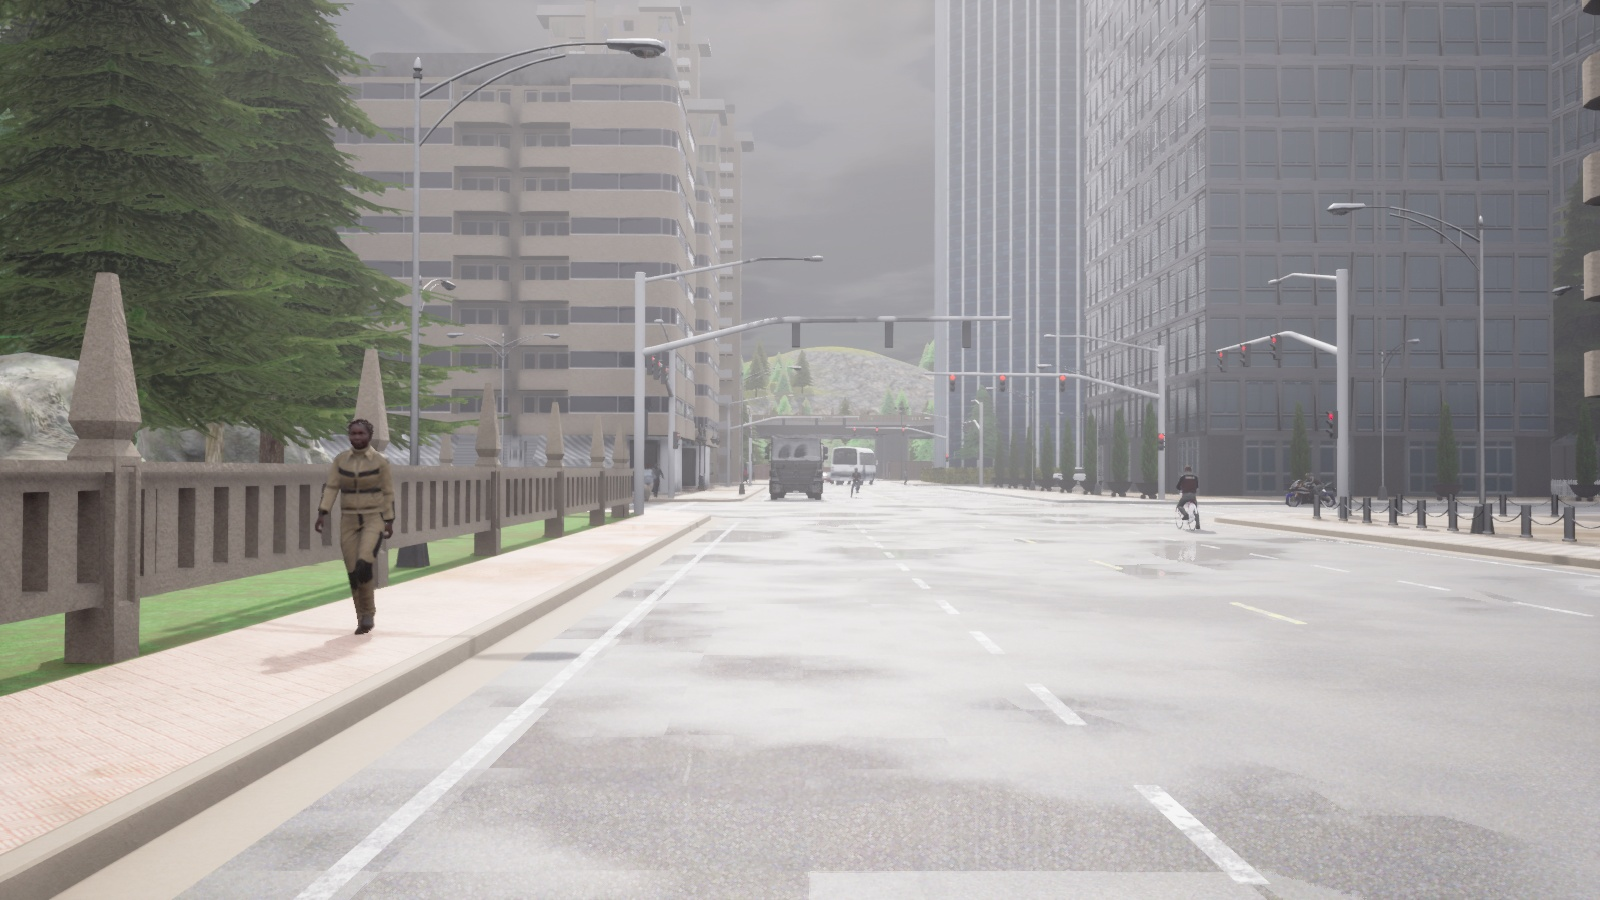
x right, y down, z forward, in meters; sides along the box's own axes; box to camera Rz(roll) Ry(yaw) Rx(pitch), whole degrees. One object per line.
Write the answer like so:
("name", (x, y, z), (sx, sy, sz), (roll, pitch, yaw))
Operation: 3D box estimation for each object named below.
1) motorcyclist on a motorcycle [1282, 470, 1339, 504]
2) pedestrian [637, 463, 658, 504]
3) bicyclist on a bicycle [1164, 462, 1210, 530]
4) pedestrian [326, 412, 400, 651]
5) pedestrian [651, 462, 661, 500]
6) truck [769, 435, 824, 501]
("motorcyclist on a motorcycle", (22.751, 1.641, 55.963), (2.191, 1.530, 0.866), (0, -1, 0))
("pedestrian", (-7.005, 1.549, 57.765), (0.874, 1.855, 0.900), (0, -1, -11))
("bicyclist on a bicycle", (10.403, 1.210, 33.844), (0.659, 1.776, 1.843), (0, -1, 0))
("pedestrian", (-3.654, 0.664, 10.526), (0.396, 1.930, 0.692), (0, -1, -2))
("pedestrian", (-7.351, 1.566, 64.089), (0.423, 1.949, 0.788), (0, -1, -4))
("truck", (-0.204, 1.010, 70.268), (2.891, 3.462, 7.936), (0, -1, 0))
